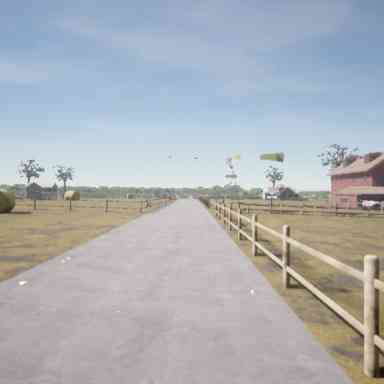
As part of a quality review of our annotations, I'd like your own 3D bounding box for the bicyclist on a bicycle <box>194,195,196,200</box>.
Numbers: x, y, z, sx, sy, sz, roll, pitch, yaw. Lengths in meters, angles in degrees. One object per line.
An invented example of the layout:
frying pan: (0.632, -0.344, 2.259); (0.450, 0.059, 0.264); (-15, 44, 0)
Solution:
bicyclist on a bicycle: (0.766, 1.683, 89.685); (0.582, 1.620, 1.656); (1, -1, 0)
